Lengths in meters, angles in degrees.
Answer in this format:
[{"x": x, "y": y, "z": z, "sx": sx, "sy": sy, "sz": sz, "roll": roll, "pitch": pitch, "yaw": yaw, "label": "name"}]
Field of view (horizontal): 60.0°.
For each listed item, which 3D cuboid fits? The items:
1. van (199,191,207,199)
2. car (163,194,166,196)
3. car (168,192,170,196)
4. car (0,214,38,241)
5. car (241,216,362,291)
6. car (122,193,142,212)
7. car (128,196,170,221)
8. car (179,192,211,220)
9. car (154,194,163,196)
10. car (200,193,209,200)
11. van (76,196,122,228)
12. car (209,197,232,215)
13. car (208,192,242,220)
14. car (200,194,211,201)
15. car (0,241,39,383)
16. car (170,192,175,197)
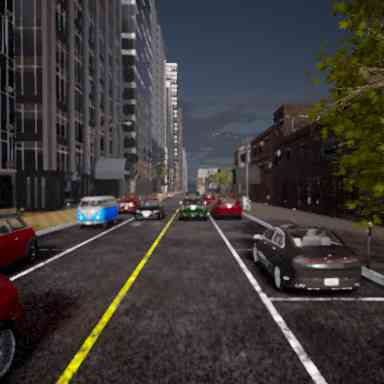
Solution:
[{"x": 2.644, "y": 0.673, "z": 81.276, "sx": 1.690, "sy": 1.788, "sz": 3.998, "roll": -1, "pitch": 0, "yaw": 0, "label": "van"}, {"x": -5.726, "y": 1.040, "z": 58.980, "sx": 1.752, "sy": 1.417, "sz": 4.829, "roll": -1, "pitch": 0, "yaw": 0, "label": "car"}, {"x": -5.728, "y": 0.994, "z": 64.514, "sx": 1.752, "sy": 1.417, "sz": 4.829, "roll": -1, "pitch": 0, "yaw": 0, "label": "car"}, {"x": -5.719, "y": 1.369, "z": 8.609, "sx": 1.967, "sy": 1.590, "sz": 4.097, "roll": -1, "pitch": 0, "yaw": 0, "label": "car"}, {"x": 2.686, "y": 1.480, "z": 8.597, "sx": 2.008, "sy": 1.369, "sz": 4.403, "roll": -1, "pitch": 0, "yaw": 0, "label": "car"}, {"x": -5.718, "y": 1.056, "z": 31.474, "sx": 2.192, "sy": 1.841, "sz": 5.009, "roll": -1, "pitch": 0, "yaw": 0, "label": "car"}, {"x": -3.076, "y": 1.287, "z": 24.984, "sx": 2.128, "sy": 1.511, "sz": 4.902, "roll": 0, "pitch": 0, "yaw": 0, "label": "car"}, {"x": 0.082, "y": 1.139, "z": 25.711, "sx": 2.097, "sy": 1.767, "sz": 4.553, "roll": 0, "pitch": 0, "yaw": 0, "label": "car"}, {"x": -5.721, "y": 1.149, "z": 48.080, "sx": 1.887, "sy": 1.381, "sz": 4.507, "roll": -1, "pitch": 0, "yaw": 0, "label": "car"}, {"x": 2.651, "y": 1.004, "z": 70.210, "sx": 1.802, "sy": 1.307, "sz": 4.206, "roll": -1, "pitch": 0, "yaw": 0, "label": "car"}, {"x": -5.714, "y": 1.173, "z": 20.406, "sx": 1.690, "sy": 1.788, "sz": 3.998, "roll": -1, "pitch": 0, "yaw": 0, "label": "van"}, {"x": 2.666, "y": 1.265, "z": 31.639, "sx": 1.752, "sy": 1.417, "sz": 4.829, "roll": -1, "pitch": 0, "yaw": 0, "label": "car"}, {"x": 2.664, "y": 1.102, "z": 25.933, "sx": 2.192, "sy": 1.841, "sz": 5.009, "roll": -1, "pitch": 0, "yaw": 0, "label": "car"}, {"x": 2.653, "y": 1.034, "z": 64.675, "sx": 1.947, "sy": 1.339, "sz": 4.313, "roll": -1, "pitch": 0, "yaw": 0, "label": "car"}, {"x": -3.093, "y": 1.504, "z": 2.574, "sx": 1.812, "sy": 1.442, "sz": 4.674, "roll": 0, "pitch": 0, "yaw": 0, "label": "car"}, {"x": -5.739, "y": 0.680, "z": 92.357, "sx": 1.967, "sy": 1.590, "sz": 4.097, "roll": -1, "pitch": 0, "yaw": 0, "label": "car"}]
